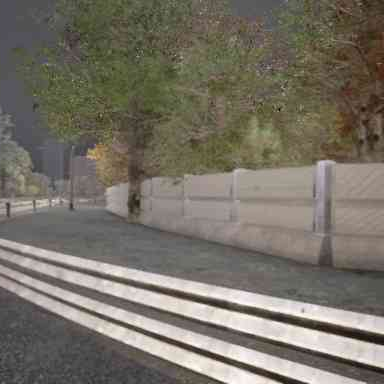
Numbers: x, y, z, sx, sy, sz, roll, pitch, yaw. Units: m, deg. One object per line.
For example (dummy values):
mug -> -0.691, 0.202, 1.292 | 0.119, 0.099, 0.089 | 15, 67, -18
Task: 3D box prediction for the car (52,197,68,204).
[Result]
car -> -27.304, 1.675, 67.761 | 2.128, 1.511, 4.902 | 1, -1, -13
